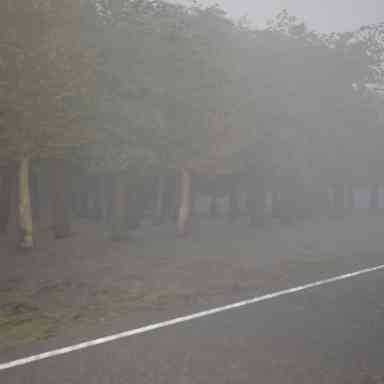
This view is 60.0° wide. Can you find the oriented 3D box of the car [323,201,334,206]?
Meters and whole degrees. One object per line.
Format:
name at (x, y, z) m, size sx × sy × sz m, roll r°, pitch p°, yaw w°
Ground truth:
car at (27.880, 2.174, 69.945) m, size 1.837 × 1.490 × 4.892 m, roll 1°, pitch -2°, yaw -35°
